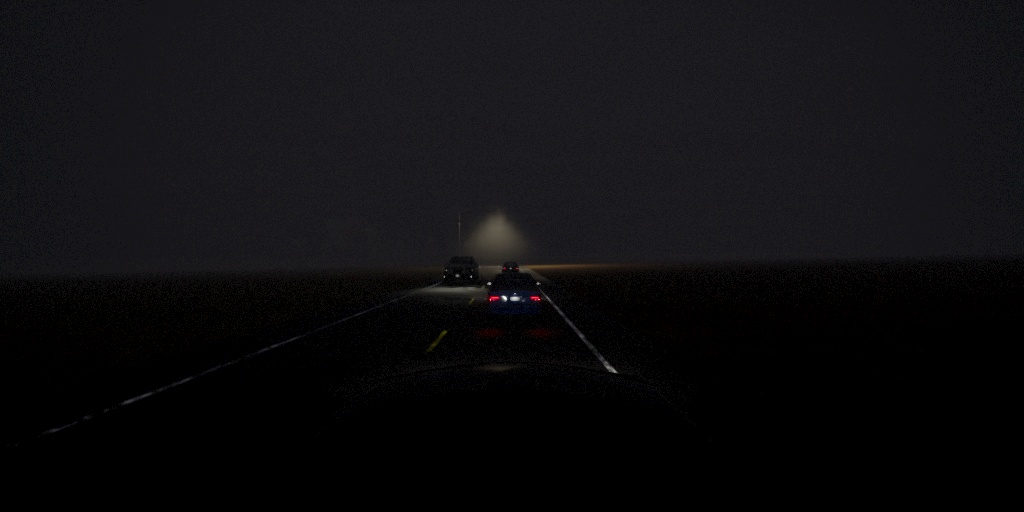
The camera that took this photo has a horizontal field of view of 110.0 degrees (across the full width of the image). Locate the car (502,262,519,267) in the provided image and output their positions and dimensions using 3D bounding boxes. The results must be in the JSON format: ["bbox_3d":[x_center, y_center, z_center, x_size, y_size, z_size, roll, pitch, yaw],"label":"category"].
[{"bbox_3d":[-0.166,1.324,39.138,2.033,1.411,5.357,0,0,-1],"label":"car"}]

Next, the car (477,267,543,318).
[{"bbox_3d":[0.070,1.301,13.019,2.033,1.411,5.357,0,0,0],"label":"car"}]

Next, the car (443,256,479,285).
[{"bbox_3d":[-3.694,0.988,26.984,2.150,2.045,5.566,0,0,0],"label":"car"}]
